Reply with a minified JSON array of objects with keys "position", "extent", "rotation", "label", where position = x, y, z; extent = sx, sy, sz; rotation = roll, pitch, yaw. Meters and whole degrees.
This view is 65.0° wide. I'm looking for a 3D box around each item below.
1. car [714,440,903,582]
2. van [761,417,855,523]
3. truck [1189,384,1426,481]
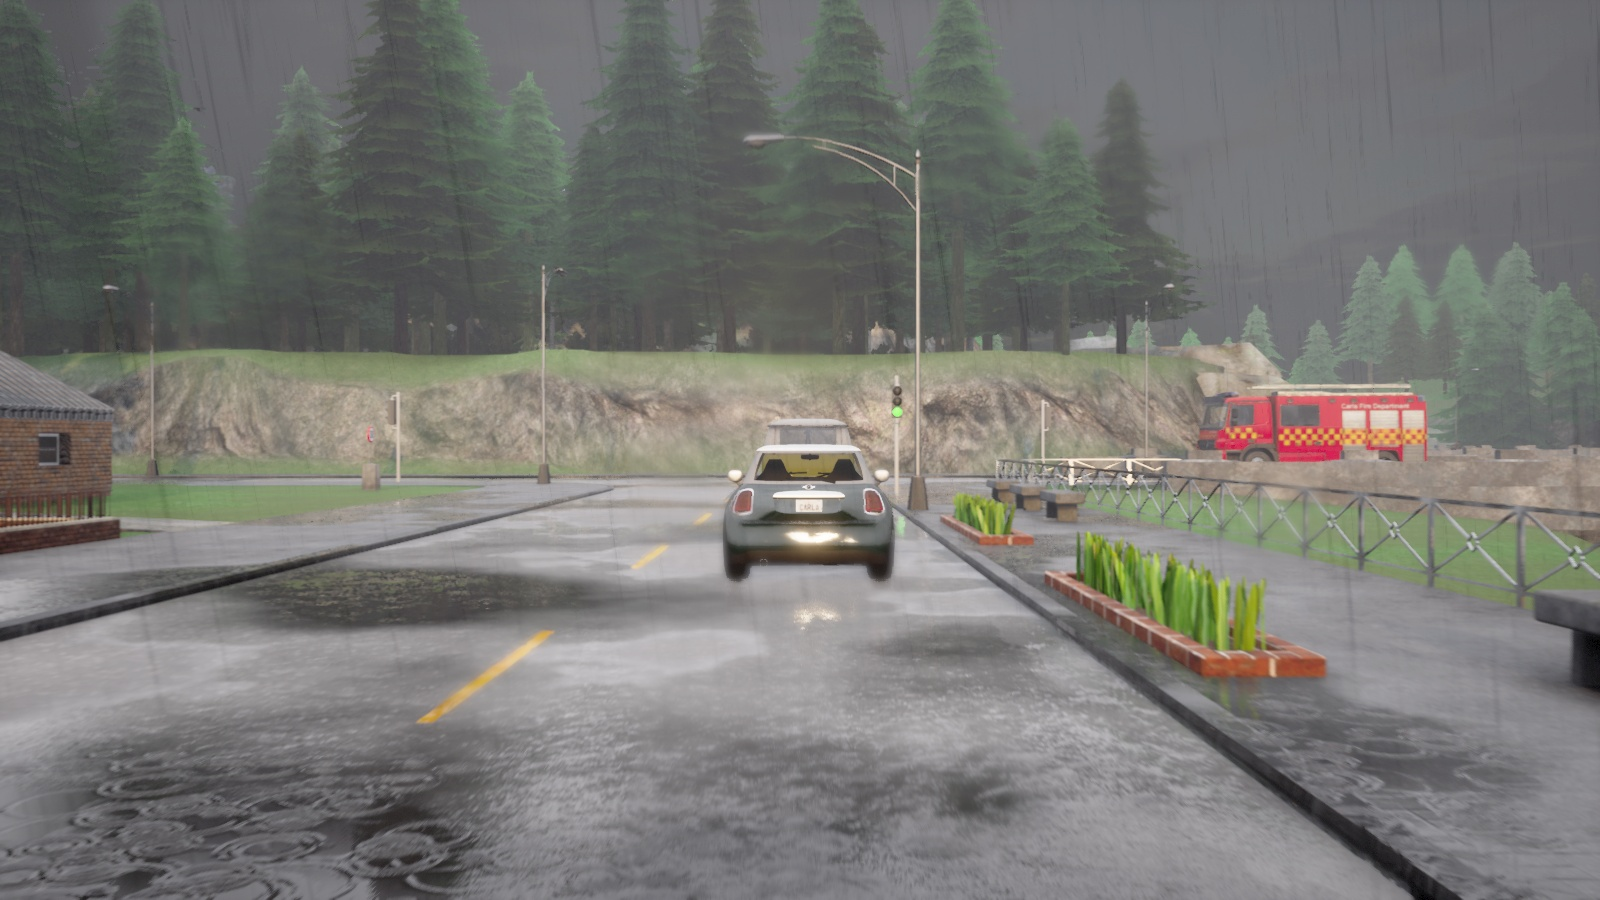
[{"position":[0.102,0.627,15.003],"extent":[1.970,1.475,3.806],"rotation":[0,0,0],"label":"car"},{"position":[0.164,0.354,25.762],"extent":[1.775,1.987,4.442],"rotation":[0,0,0],"label":"van"},{"position":[20.525,-0.692,51.108],"extent":[8.468,3.827,2.891],"rotation":[0,0,0],"label":"truck"}]
